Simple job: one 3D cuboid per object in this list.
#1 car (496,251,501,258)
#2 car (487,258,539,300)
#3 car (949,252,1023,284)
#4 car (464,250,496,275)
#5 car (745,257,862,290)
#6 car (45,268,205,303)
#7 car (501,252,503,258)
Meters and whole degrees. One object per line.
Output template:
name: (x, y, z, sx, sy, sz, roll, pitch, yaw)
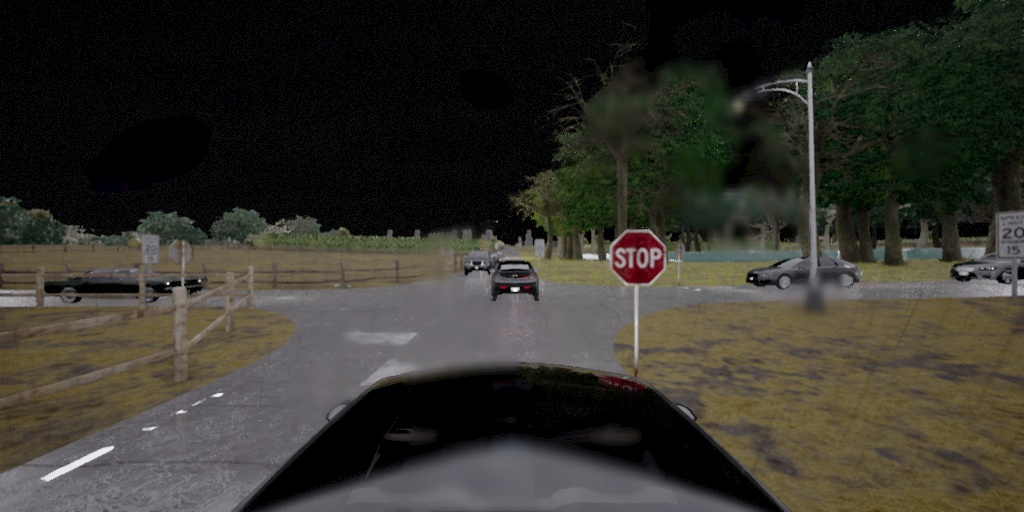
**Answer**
car: (-2.749, 0.547, 40.838, 2.128, 1.511, 4.902, 0, 1, 0)
car: (0.121, 0.970, 15.408, 1.837, 1.490, 4.892, -1, 0, 0)
car: (24.414, 0.512, 17.453, 4.902, 1.511, 2.128, -2, 0, 0)
car: (-2.757, 0.496, 30.490, 2.150, 2.045, 5.566, 0, 1, -1)
car: (14.068, 0.795, 17.447, 4.892, 1.490, 1.837, -1, 0, 0)
car: (-15.442, 1.156, 14.521, 4.718, 1.301, 1.895, 0, 0, -1)
car: (-2.716, 0.319, 50.904, 1.837, 1.490, 4.892, 0, 1, 1)
